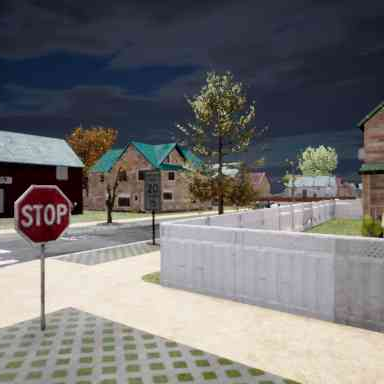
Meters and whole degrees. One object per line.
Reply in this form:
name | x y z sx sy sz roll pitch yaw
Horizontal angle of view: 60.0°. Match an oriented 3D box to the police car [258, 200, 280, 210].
police car | 8.585 1.731 38.598 2.038 1.542 4.974 -1 -1 34
